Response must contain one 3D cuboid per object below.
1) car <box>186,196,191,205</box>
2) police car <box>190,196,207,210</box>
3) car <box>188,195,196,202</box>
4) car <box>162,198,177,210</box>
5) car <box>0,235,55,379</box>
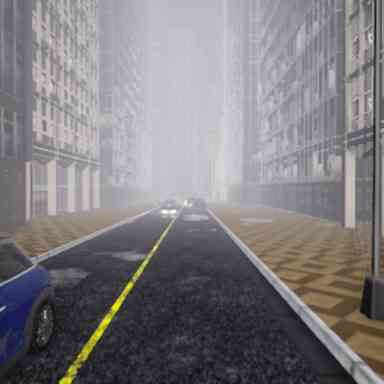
[{"bbox_3d":[-0.010,1.722,64.981,1.837,1.490,4.892,0,0,0],"label":"car"},{"bbox_3d":[1.043,1.573,46.938,1.930,1.638,5.238,0,0,0],"label":"police car"},{"bbox_3d":[-0.013,1.629,82.615,1.882,1.535,5.008,0,0,0],"label":"car"},{"bbox_3d":[-3.088,1.635,46.149,2.128,1.511,4.902,0,0,0],"label":"car"},{"bbox_3d":[-3.101,1.361,3.094,2.097,1.767,4.553,0,0,0],"label":"car"}]
